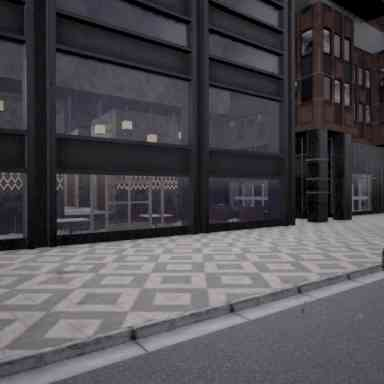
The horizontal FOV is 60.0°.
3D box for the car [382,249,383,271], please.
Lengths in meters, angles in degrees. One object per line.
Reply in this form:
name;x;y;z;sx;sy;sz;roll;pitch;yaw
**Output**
car;7.057;1.214;8.385;5.566;2.045;2.150;0;0;-35
